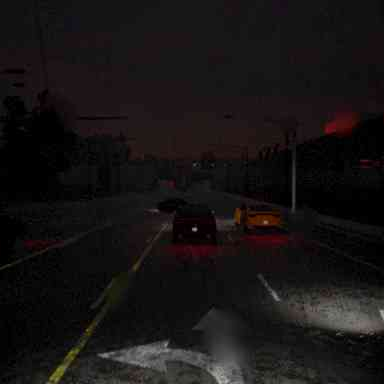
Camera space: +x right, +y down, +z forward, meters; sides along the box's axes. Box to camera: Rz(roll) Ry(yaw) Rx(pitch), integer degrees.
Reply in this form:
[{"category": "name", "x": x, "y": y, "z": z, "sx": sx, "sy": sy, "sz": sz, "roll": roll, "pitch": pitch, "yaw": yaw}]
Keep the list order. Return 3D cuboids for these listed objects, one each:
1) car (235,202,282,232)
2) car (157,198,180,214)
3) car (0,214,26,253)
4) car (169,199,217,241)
[{"category": "car", "x": 3.601, "y": 1.303, "z": 18.744, "sx": 1.882, "sy": 1.535, "sz": 5.008, "roll": 0, "pitch": 1, "yaw": 0}, {"category": "car", "x": -1.762, "y": 1.200, "z": 30.564, "sx": 1.994, "sy": 1.385, "sz": 4.181, "roll": 0, "pitch": 1, "yaw": -22}, {"category": "car", "x": -7.076, "y": 1.391, "z": 10.272, "sx": 1.882, "sy": 1.535, "sz": 5.008, "roll": 0, "pitch": 0, "yaw": 0}, {"category": "car", "x": 0.104, "y": 1.334, "z": 15.893, "sx": 1.882, "sy": 1.535, "sz": 5.008, "roll": 0, "pitch": 1, "yaw": 0}]
